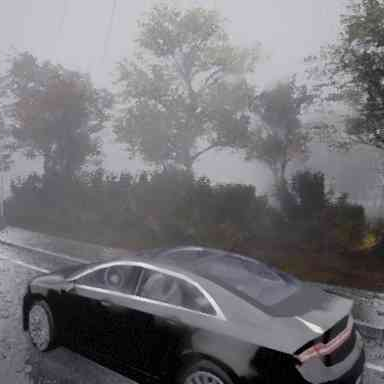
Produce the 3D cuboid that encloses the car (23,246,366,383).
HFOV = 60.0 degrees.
[{"bbox_3d":[-0.419,1.504,4.492,4.902,1.511,2.128,0,0,37],"label":"car"}]
